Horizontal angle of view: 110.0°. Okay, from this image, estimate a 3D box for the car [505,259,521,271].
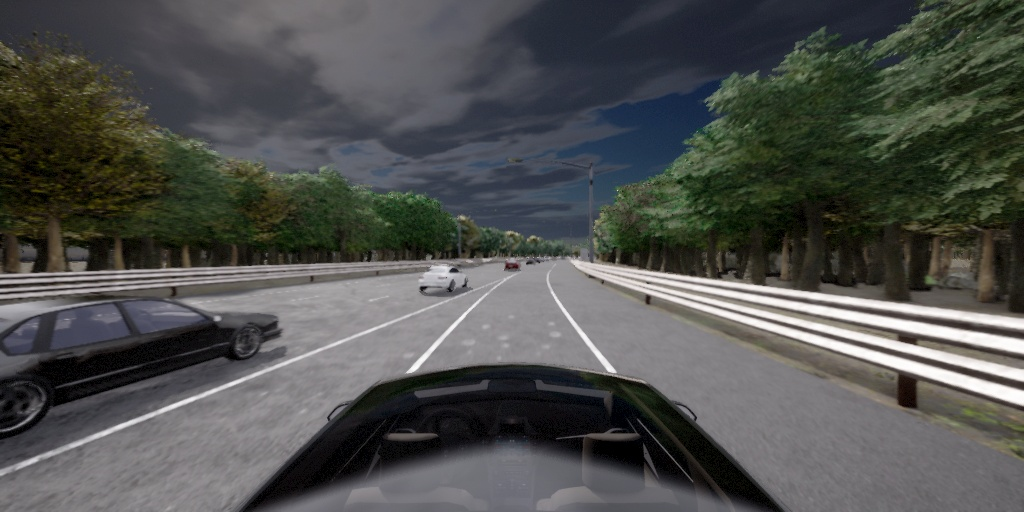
[{"bbox_3d":[0.164,1.229,50.790,1.882,1.535,5.008,0,0,8],"label":"car"}]

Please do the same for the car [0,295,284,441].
[{"bbox_3d":[-6.182,1.302,5.366,2.033,1.411,5.357,0,0,8],"label":"car"}]

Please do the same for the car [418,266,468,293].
[{"bbox_3d":[-3.983,1.291,21.111,1.812,1.442,4.674,0,0,8],"label":"car"}]
